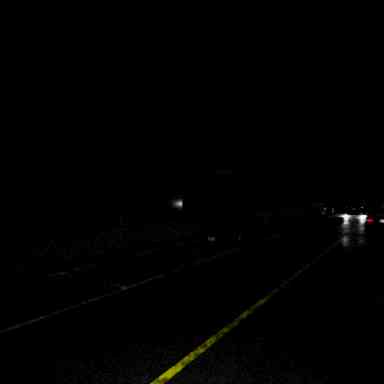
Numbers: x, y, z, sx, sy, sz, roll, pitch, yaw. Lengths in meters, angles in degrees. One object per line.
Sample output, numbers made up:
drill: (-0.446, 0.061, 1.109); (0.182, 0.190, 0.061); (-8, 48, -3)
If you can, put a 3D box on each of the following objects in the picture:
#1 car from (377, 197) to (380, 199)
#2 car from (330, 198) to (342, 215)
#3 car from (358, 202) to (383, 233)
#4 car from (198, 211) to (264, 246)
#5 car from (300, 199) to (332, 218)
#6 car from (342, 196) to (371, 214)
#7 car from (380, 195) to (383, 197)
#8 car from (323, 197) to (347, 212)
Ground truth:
car: (19.694, 1.497, 32.855); (1.812, 1.442, 4.674); (0, 0, 32)
car: (13.781, 1.536, 34.112); (1.947, 1.339, 4.313); (0, 0, 32)
car: (11.036, 1.531, 18.987); (2.033, 1.411, 5.357); (0, 0, 32)
car: (1.965, 1.552, 15.435); (1.947, 1.339, 4.313); (0, 0, 32)
car: (10.827, 1.556, 29.443); (1.802, 1.307, 4.206); (0, 0, 32)
car: (16.900, 1.477, 34.173); (1.837, 1.490, 4.892); (0, 0, 33)
car: (23.380, 1.458, 38.515); (2.128, 1.511, 4.902); (0, 0, 33)
car: (16.735, 1.406, 38.780); (1.967, 1.590, 4.097); (0, 0, 32)
